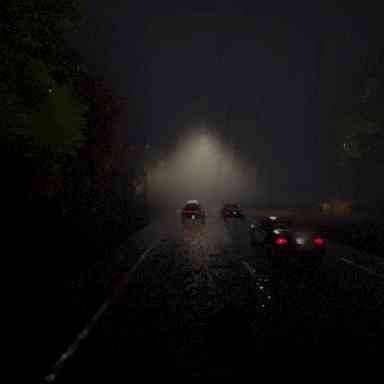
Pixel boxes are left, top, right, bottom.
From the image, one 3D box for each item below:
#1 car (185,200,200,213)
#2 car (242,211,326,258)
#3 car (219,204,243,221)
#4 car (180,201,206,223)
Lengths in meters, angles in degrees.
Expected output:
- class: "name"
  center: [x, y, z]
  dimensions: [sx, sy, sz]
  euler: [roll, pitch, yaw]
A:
- class: "car"
  center: [0.091, 1.867, 43.672]
  dimensions: [1.812, 1.442, 4.674]
  euler: [0, 0, 0]
- class: "car"
  center: [3.511, 1.655, 13.209]
  dimensions: [2.033, 1.411, 5.357]
  euler: [0, 0, 0]
- class: "car"
  center: [3.564, 1.789, 30.084]
  dimensions: [2.033, 1.411, 5.357]
  euler: [0, 0, 0]
- class: "car"
  center: [0.094, 1.724, 27.659]
  dimensions: [1.837, 1.490, 4.892]
  euler: [0, -1, 0]
